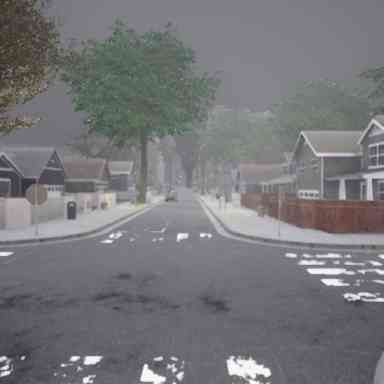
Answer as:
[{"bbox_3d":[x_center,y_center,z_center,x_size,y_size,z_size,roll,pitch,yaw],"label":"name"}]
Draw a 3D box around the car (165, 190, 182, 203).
[{"bbox_3d":[-3.023,0.790,49.443,2.033,1.411,5.357,0,1,0],"label":"car"}]
